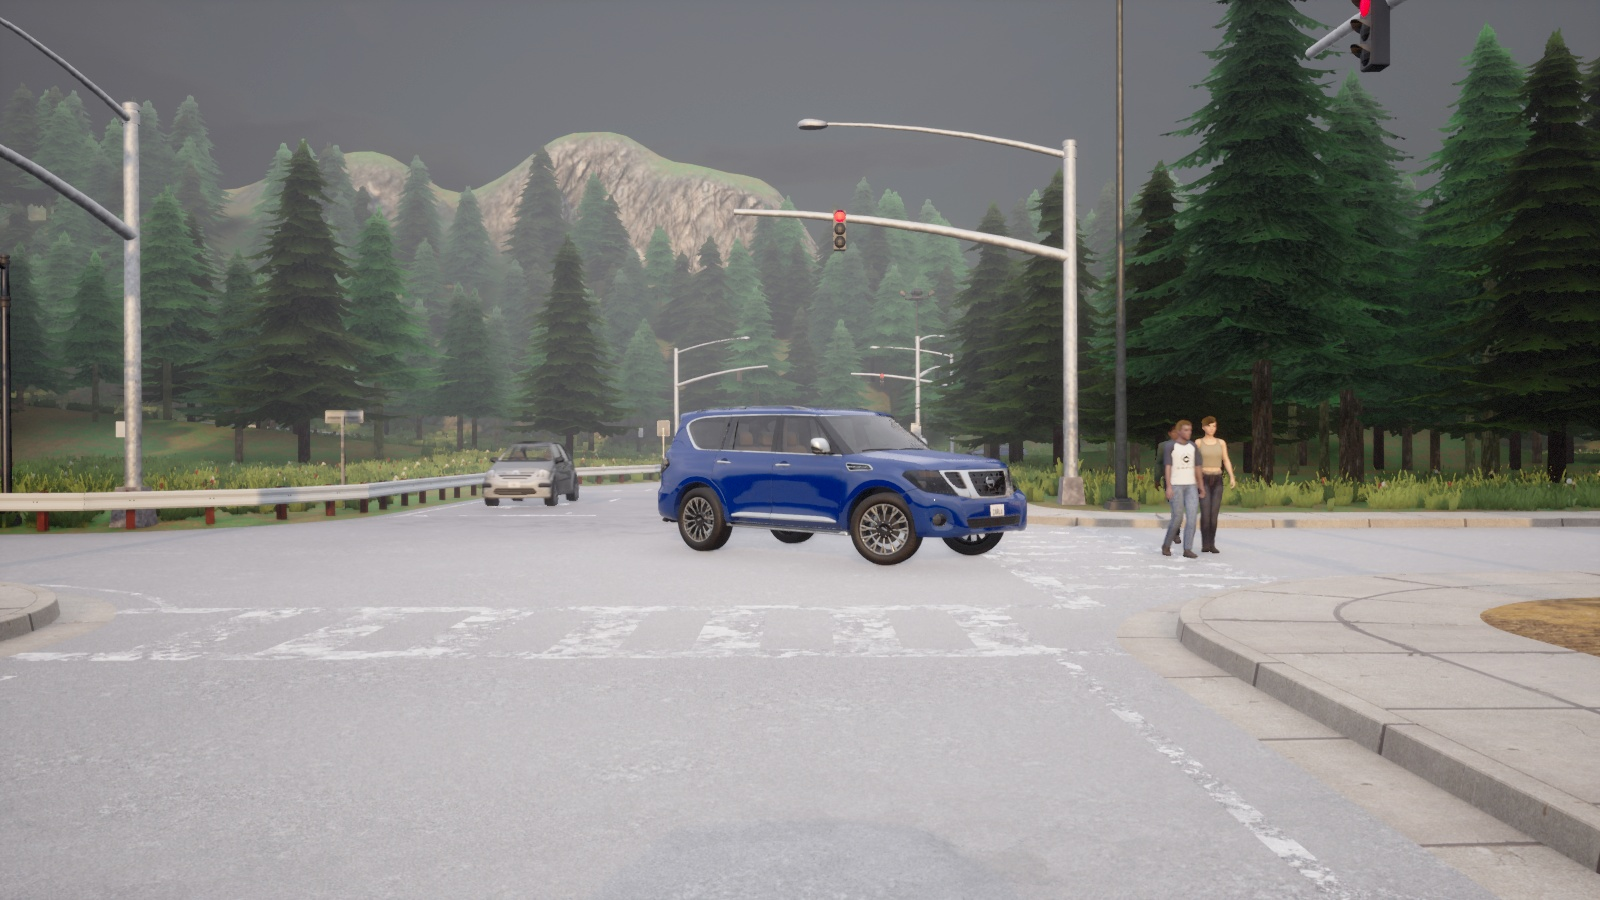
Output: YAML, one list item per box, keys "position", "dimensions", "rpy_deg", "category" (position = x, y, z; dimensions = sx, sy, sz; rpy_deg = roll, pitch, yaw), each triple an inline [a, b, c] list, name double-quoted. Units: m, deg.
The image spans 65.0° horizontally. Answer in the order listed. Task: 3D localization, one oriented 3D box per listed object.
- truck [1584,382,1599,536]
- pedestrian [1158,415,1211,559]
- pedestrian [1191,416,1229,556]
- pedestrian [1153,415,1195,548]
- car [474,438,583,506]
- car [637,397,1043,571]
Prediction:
- position: [15.398, 0.143, 19.160]
  dimensions: [5.204, 2.467, 2.627]
  rpy_deg: [0, 0, 1]
  category: "truck"
- position: [5.016, 0.466, 16.400]
  dimensions: [0.354, 1.836, 0.706]
  rpy_deg: [0, 0, -13]
  category: "pedestrian"
- position: [5.477, 0.471, 16.795]
  dimensions: [0.345, 1.836, 0.594]
  rpy_deg: [0, 0, 4]
  category: "pedestrian"
- position: [5.597, 0.462, 18.811]
  dimensions: [0.423, 1.949, 0.788]
  rpy_deg: [0, 0, 3]
  category: "pedestrian"
- position: [-6.811, 0.520, 31.928]
  dimensions: [1.851, 1.617, 3.988]
  rpy_deg: [0, 0, 1]
  category: "car"
- position: [0.378, 0.397, 17.443]
  dimensions: [5.566, 2.045, 2.150]
  rpy_deg: [0, 0, 42]
  category: "car"
